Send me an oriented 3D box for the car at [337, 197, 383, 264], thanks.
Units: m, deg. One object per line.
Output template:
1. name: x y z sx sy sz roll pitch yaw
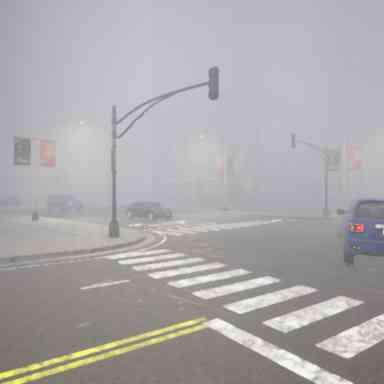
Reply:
1. car: 6.294 1.203 11.376 2.150 2.045 5.566 1 0 22

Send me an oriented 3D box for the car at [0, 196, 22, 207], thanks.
1. car: -27.898 1.364 51.258 4.553 1.767 2.097 0 0 45

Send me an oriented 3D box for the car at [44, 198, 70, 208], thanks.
1. car: -19.201 1.529 47.321 4.181 1.385 1.994 0 0 45

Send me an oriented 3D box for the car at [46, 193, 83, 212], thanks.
1. car: -14.560 1.189 37.830 5.566 2.045 2.150 0 0 45

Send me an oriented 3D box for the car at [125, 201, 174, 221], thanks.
1. car: -3.512 1.478 26.823 1.837 1.490 4.892 0 0 -44
